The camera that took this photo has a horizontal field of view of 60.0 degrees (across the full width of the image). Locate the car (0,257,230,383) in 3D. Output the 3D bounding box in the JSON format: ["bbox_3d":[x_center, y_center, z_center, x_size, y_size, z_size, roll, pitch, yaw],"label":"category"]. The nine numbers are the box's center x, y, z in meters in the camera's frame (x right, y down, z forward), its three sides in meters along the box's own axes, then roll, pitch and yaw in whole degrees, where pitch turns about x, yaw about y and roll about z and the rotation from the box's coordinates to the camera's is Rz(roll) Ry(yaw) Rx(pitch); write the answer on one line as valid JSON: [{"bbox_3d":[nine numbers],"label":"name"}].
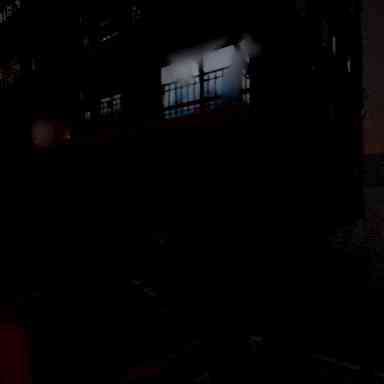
[{"bbox_3d":[-1.687,1.565,4.315,4.507,1.381,1.887,-1,0,37],"label":"car"}]
